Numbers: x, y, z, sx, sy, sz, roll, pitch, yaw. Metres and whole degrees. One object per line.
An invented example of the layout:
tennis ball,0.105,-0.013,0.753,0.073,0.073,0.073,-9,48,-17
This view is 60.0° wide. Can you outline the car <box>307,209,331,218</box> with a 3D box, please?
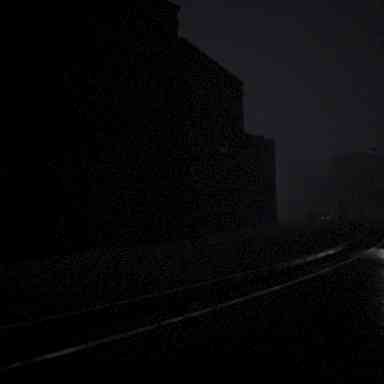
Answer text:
car,21.217,3.583,55.770,2.033,1.411,5.357,-2,-3,-5
